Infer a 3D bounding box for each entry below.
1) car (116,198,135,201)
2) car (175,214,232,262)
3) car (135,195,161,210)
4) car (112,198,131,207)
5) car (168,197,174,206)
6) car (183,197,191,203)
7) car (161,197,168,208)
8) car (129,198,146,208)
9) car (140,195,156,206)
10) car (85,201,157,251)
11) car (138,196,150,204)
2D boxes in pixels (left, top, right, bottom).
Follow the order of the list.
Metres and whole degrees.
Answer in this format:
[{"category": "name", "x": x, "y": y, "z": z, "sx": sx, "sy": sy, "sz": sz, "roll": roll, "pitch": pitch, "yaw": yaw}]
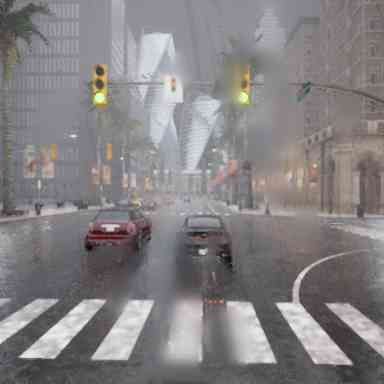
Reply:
[{"category": "car", "x": -9.389, "y": 1.736, "z": 45.798, "sx": 1.882, "sy": 1.535, "sz": 5.008, "roll": 0, "pitch": 0, "yaw": 2}, {"category": "car", "x": 0.424, "y": 1.586, "z": 12.511, "sx": 1.837, "sy": 1.490, "sz": 4.892, "roll": 0, "pitch": 0, "yaw": 1}, {"category": "car", "x": -5.912, "y": 1.617, "z": 45.074, "sx": 2.097, "sy": 1.767, "sz": 4.553, "roll": 0, "pitch": 0, "yaw": 2}, {"category": "car", "x": -12.184, "y": 1.837, "z": 57.729, "sx": 2.161, "sy": 1.482, "sz": 4.786, "roll": 0, "pitch": 0, "yaw": 1}, {"category": "car", "x": -5.313, "y": 1.740, "z": 64.309, "sx": 2.097, "sy": 1.767, "sz": 4.553, "roll": 0, "pitch": 0, "yaw": 2}, {"category": "car", "x": -1.314, "y": 2.067, "z": 86.781, "sx": 1.812, "sy": 1.442, "sz": 4.674, "roll": 0, "pitch": 0, "yaw": 1}, {"category": "car", "x": -5.617, "y": 1.801, "z": 54.197, "sx": 1.882, "sy": 1.535, "sz": 5.008, "roll": 0, "pitch": 0, "yaw": 2}, {"category": "car", "x": -9.049, "y": 1.801, "z": 55.998, "sx": 1.882, "sy": 1.535, "sz": 5.008, "roll": 0, "pitch": 0, "yaw": 2}, {"category": "car", "x": -8.750, "y": 1.612, "z": 66.581, "sx": 2.150, "sy": 2.045, "sz": 5.566, "roll": 0, "pitch": 0, "yaw": 2}, {"category": "car", "x": -3.022, "y": 1.435, "z": 14.629, "sx": 2.097, "sy": 1.767, "sz": 4.553, "roll": 0, "pitch": 0, "yaw": 1}, {"category": "car", "x": -11.526, "y": 1.819, "z": 79.651, "sx": 2.185, "sy": 1.767, "sz": 4.553, "roll": 0, "pitch": 0, "yaw": 1}]
